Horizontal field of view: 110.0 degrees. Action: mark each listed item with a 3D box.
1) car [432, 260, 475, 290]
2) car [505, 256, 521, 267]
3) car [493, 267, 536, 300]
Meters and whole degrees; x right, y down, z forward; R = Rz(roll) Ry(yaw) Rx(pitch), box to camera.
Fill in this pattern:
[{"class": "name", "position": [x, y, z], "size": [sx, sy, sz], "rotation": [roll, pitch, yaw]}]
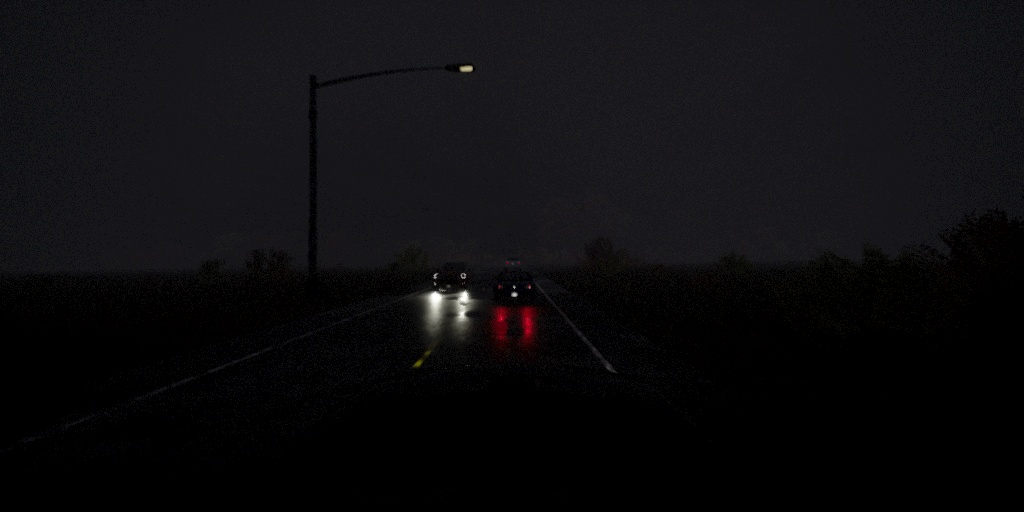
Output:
[{"class": "car", "position": [-3.571, 1.141, 22.495], "size": [2.097, 1.767, 4.553], "rotation": [0, 0, 0]}, {"class": "car", "position": [0.136, 1.070, 50.817], "size": [2.150, 2.045, 5.566], "rotation": [0, 0, 0]}, {"class": "car", "position": [0.112, 1.381, 17.765], "size": [1.895, 1.301, 4.718], "rotation": [0, 0, 0]}]
